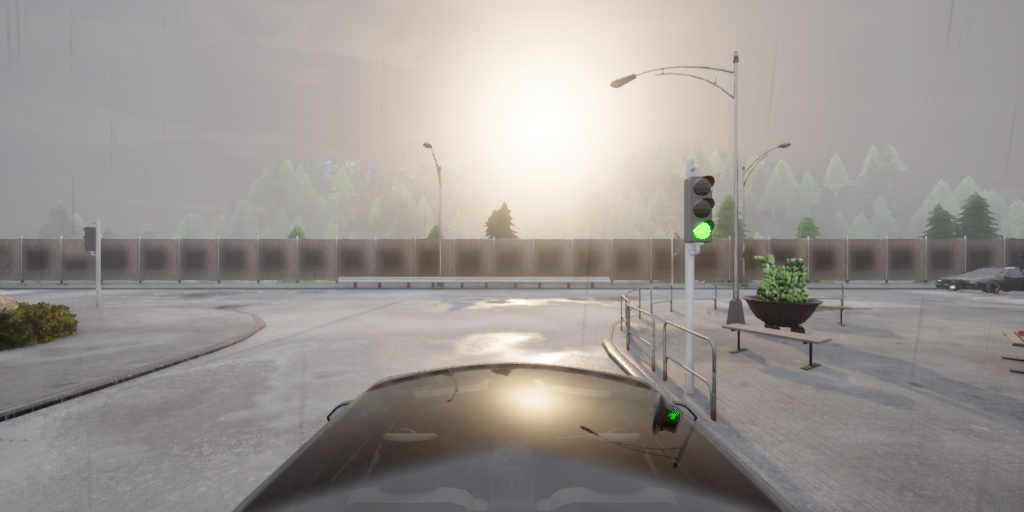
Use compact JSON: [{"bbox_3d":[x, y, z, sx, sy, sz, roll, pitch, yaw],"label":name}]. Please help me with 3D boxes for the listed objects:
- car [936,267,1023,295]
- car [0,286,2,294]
[{"bbox_3d":[26.446,1.297,19.355,5.357,1.411,2.033,0,0,0],"label":"car"},{"bbox_3d":[-24.893,1.227,15.131,5.008,1.535,1.882,0,0,0],"label":"car"}]
